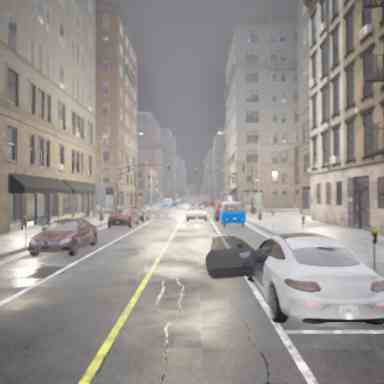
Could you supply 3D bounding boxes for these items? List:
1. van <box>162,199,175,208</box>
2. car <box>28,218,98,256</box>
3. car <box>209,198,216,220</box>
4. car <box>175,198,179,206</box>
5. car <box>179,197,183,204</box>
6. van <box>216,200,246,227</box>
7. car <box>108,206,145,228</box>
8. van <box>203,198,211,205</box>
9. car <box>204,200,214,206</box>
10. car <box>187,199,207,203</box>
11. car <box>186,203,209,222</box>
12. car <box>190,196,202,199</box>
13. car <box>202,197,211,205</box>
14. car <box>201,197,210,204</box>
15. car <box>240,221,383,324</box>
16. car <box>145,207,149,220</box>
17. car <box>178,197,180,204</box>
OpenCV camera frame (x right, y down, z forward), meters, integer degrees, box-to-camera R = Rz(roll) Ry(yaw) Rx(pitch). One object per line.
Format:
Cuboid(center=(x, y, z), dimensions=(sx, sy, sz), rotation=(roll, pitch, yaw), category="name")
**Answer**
Cuboid(center=(-4.601, 2.122, 62.454), dimensions=(1.690, 1.788, 3.998), rotation=(0, -1, 1), category="van")
Cuboid(center=(-5.190, 1.778, 13.961), dimensions=(1.802, 1.307, 4.206), rotation=(0, -1, 1), category="car")
Cuboid(center=(3.041, 1.677, 30.395), dimensions=(2.192, 1.841, 5.009), rotation=(0, -1, 1), category="car")
Cuboid(center=(-4.462, 2.476, 73.262), dimensions=(1.947, 1.339, 4.313), rotation=(0, -1, 1), category="car")
Cuboid(center=(-4.187, 2.691, 94.715), dimensions=(1.752, 1.417, 4.829), rotation=(0, -1, 1), category="car")
Cuboid(center=(2.972, 1.636, 24.884), dimensions=(1.690, 1.788, 3.998), rotation=(0, -1, 1), category="van")
Cuboid(center=(-5.052, 1.875, 24.982), dimensions=(1.887, 1.381, 4.507), rotation=(0, -1, 1), category="car")
Cuboid(center=(3.767, 2.345, 83.975), dimensions=(1.690, 1.788, 3.998), rotation=(0, -1, 1), category="van")
Cuboid(center=(3.642, 2.426, 73.162), dimensions=(2.008, 1.369, 4.403), rotation=(0, -1, 1), category="car")
Cuboid(center=(0.609, 2.026, 44.388), dimensions=(2.128, 1.511, 4.902), rotation=(-1, -1, 1), category="car")
Cuboid(center=(0.457, 1.977, 30.666), dimensions=(1.895, 1.301, 4.718), rotation=(0, -1, 1), category="car")
Cuboid(center=(1.056, 2.404, 82.206), dimensions=(1.895, 1.301, 4.718), rotation=(0, -1, 1), category="car")
Cuboid(center=(3.830, 2.383, 89.382), dimensions=(2.192, 1.841, 5.009), rotation=(0, -1, 1), category="car")
Cuboid(center=(3.578, 2.125, 67.759), dimensions=(2.192, 1.841, 5.009), rotation=(0, -1, 1), category="car")
Cuboid(center=(2.341, 1.607, 7.216), dimensions=(1.812, 1.442, 4.674), rotation=(0, -1, 1), category="car")
Cuboid(center=(-4.982, 1.963, 30.492), dimensions=(1.947, 1.339, 4.313), rotation=(0, -1, 1), category="car")
Cuboid(center=(-4.392, 2.519, 78.667), dimensions=(1.887, 1.381, 4.507), rotation=(0, -1, 1), category="car")
